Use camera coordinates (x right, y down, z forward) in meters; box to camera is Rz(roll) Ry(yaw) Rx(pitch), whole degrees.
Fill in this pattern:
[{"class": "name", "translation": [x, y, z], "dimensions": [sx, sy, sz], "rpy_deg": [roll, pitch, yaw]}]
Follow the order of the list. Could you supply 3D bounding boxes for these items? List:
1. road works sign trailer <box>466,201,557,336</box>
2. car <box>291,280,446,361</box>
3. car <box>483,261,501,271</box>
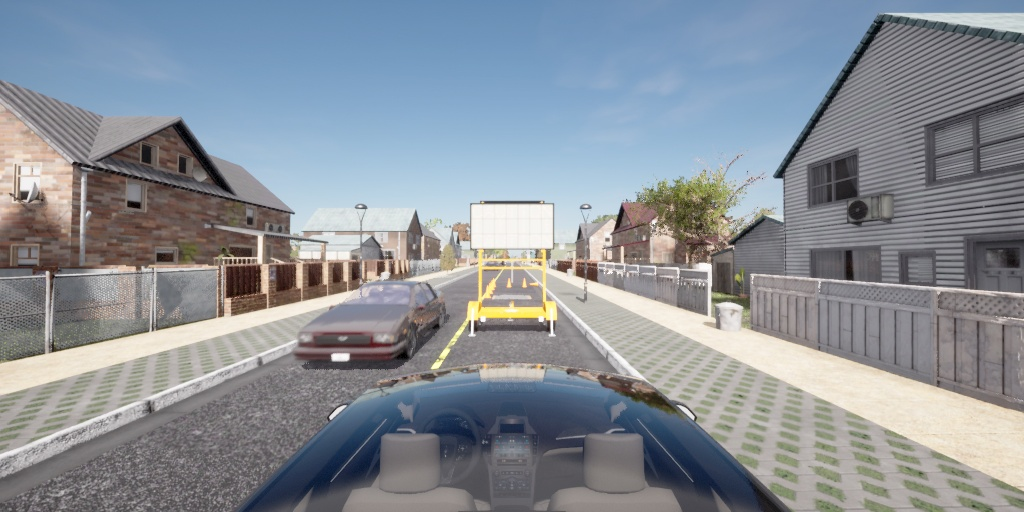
[{"class": "road works sign trailer", "translation": [0.007, 0.220, 10.362], "dimensions": [2.380, 3.560, 2.880], "rpy_deg": [0, 0, 0]}, {"class": "car", "translation": [-2.853, 1.302, 8.630], "dimensions": [2.033, 1.411, 5.357], "rpy_deg": [0, 0, 0]}, {"class": "car", "translation": [-2.884, 1.416, 49.694], "dimensions": [1.994, 1.385, 4.181], "rpy_deg": [0, 0, 0]}]
